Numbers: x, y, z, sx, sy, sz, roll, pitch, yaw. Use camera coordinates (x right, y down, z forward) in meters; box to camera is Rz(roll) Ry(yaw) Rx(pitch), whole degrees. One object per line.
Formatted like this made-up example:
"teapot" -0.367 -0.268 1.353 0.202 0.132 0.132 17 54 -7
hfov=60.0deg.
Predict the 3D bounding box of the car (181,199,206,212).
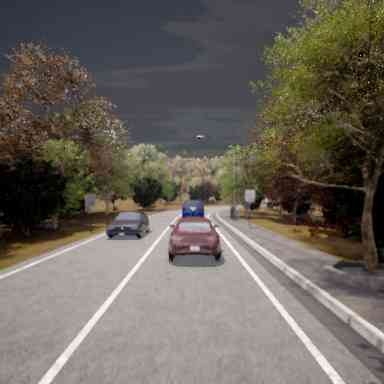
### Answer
"car" 0.161 1.762 33.299 2.150 2.045 5.566 0 -1 1

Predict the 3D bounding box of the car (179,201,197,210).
"car" -0.670 2.524 61.052 2.128 1.511 4.902 1 -1 12

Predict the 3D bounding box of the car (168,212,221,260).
"car" 0.085 1.694 12.973 1.812 1.442 4.674 0 -1 0

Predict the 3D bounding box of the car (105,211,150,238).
"car" -3.604 1.839 19.732 2.033 1.411 5.357 0 -1 0
